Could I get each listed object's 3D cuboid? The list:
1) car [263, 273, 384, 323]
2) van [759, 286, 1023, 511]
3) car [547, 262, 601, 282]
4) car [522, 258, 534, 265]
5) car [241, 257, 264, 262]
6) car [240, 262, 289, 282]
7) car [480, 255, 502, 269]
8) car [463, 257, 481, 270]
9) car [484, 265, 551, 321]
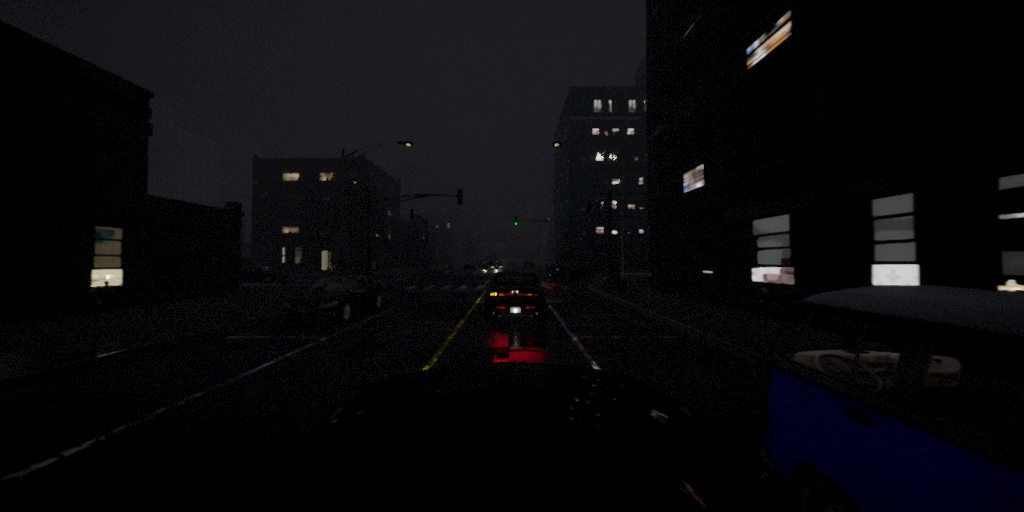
[{"bbox_3d":[-5.690,1.288,11.935,2.007,1.370,4.403,0,0,0],"label":"car"},{"bbox_3d":[2.692,1.091,1.114,1.690,1.789,3.998,0,0,0],"label":"van"},{"bbox_3d":[4.922,1.180,28.519,4.902,1.511,2.128,-1,-1,-34],"label":"car"},{"bbox_3d":[2.689,1.115,61.321,1.967,1.591,4.097,0,0,0],"label":"car"},{"bbox_3d":[-22.173,1.081,29.946,5.566,2.045,2.150,0,-1,1],"label":"car"},{"bbox_3d":[-19.295,1.332,27.182,4.507,1.381,1.888,0,0,1],"label":"car"},{"bbox_3d":[-3.077,0.905,53.609,2.150,2.045,5.566,0,0,0],"label":"car"},{"bbox_3d":[-5.768,1.235,49.891,1.888,1.381,4.507,0,0,0],"label":"car"},{"bbox_3d":[0.099,1.242,12.334,1.837,1.490,4.892,0,0,0],"label":"car"}]
